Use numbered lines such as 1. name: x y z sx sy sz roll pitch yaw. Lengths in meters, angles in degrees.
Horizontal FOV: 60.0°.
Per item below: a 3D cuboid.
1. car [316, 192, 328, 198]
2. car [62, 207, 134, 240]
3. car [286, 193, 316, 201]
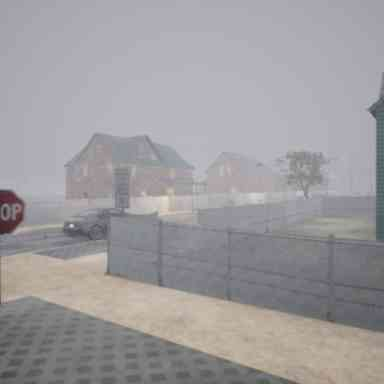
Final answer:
1. car: 18.992 0.818 49.353 1.837 1.490 4.892 0 1 35
2. car: -4.256 1.460 16.554 1.994 1.385 4.181 0 1 35
3. car: 13.410 1.049 41.392 1.895 1.301 4.718 0 1 36
